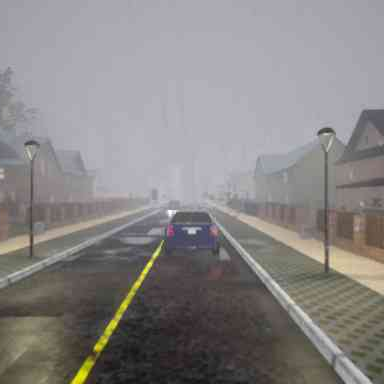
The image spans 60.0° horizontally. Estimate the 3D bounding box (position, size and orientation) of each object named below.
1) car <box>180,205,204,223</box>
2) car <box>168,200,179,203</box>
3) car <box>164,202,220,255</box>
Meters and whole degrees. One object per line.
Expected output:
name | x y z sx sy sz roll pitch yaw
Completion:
car | 0.004 1.879 29.115 1.895 1.301 4.718 0 -1 0
car | -2.750 2.000 52.450 2.128 1.511 4.902 0 -1 0
car | 0.004 1.485 14.090 2.097 1.767 4.553 0 -1 0
